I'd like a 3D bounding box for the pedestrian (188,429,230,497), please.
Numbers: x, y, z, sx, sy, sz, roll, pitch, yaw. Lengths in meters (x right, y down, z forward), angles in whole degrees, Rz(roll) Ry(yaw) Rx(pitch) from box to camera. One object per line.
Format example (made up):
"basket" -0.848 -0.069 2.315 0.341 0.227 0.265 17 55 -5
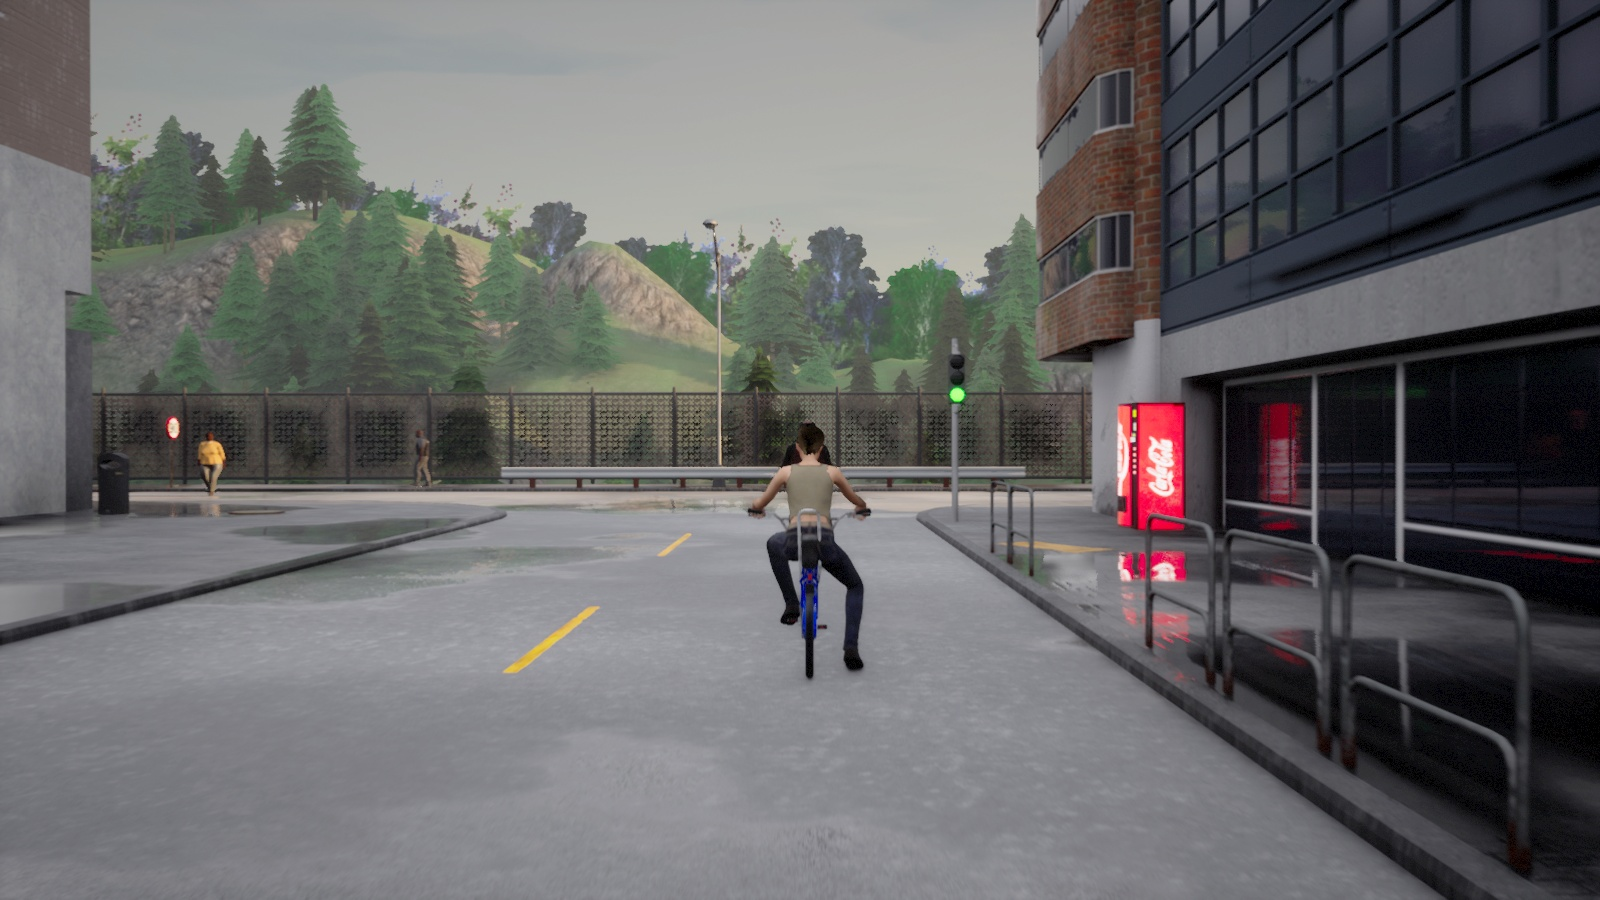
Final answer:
"pedestrian" -16.351 0.339 34.764 0.874 1.855 0.900 0 0 -12

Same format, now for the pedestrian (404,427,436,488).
"pedestrian" -11.887 0.224 39.251 0.849 1.883 0.563 0 0 -4

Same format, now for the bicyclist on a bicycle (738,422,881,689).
"bicyclist on a bicycle" 0.063 0.636 8.361 0.866 1.612 1.509 0 0 0
